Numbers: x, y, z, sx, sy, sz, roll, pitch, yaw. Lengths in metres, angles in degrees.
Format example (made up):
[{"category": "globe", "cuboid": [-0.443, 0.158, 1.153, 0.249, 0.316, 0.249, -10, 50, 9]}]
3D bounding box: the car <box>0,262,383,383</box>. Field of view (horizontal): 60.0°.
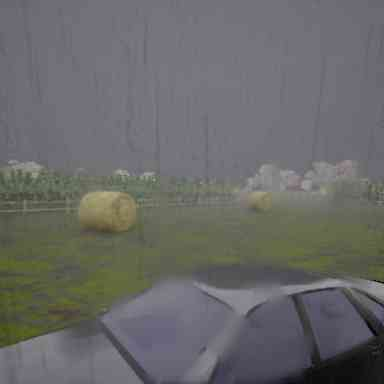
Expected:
[{"category": "car", "cuboid": [0.454, 1.514, 3.265, 5.357, 1.411, 2.033, 0, 1, -32]}]
